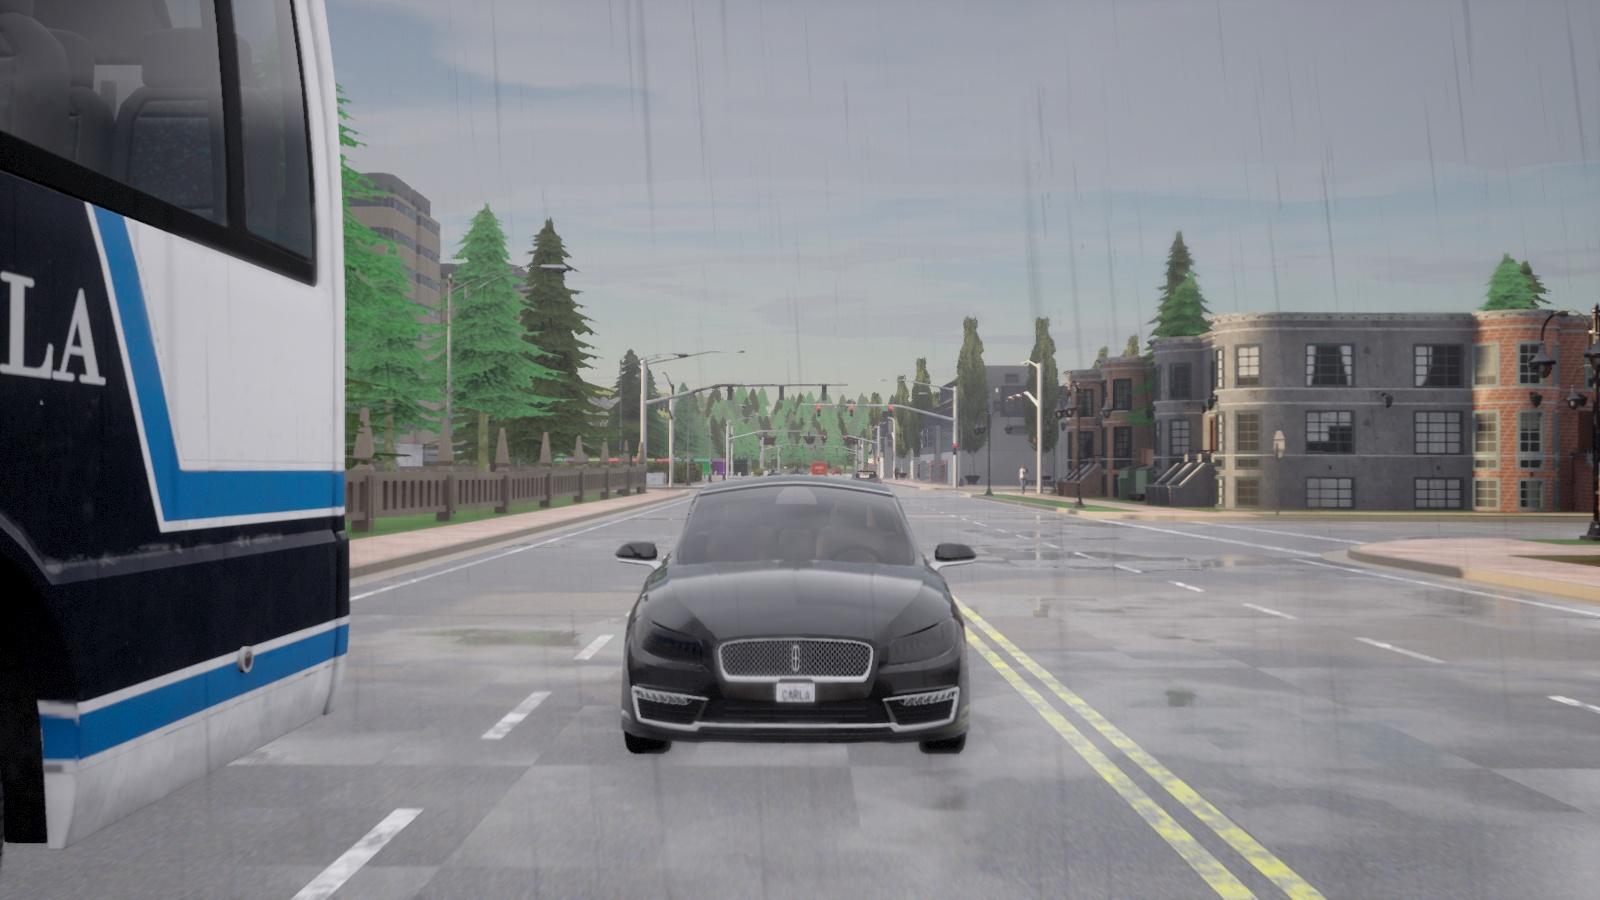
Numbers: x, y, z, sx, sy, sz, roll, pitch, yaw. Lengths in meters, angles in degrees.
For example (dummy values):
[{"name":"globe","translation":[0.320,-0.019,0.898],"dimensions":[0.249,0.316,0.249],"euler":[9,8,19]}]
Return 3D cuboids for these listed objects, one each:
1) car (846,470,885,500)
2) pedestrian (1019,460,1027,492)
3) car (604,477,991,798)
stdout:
[{"name":"car","translation":[3.346,1.779,64.864],"dimensions":[1.845,1.501,3.633],"euler":[0,-1,0]},{"name":"pedestrian","translation":[12.673,1.479,71.272],"dimensions":[0.354,1.836,0.706],"euler":[0,-1,2]},{"name":"car","translation":[-0.020,0.942,8.418],"dimensions":[1.837,1.490,4.892],"euler":[0,-1,0]}]
